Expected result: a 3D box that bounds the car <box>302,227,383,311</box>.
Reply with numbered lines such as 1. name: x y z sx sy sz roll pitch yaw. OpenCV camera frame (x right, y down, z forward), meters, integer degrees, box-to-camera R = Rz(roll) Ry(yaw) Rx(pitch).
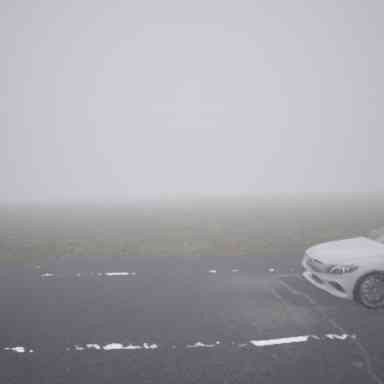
1. car: 4.557 1.256 6.369 4.674 1.442 1.812 0 3 -1
